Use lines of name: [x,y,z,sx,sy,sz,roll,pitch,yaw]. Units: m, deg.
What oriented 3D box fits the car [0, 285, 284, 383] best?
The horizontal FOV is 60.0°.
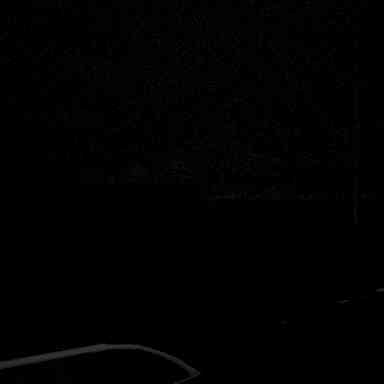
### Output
car: [-1.580,1.477,1.876,4.902,1.511,2.128,0,0,-34]
